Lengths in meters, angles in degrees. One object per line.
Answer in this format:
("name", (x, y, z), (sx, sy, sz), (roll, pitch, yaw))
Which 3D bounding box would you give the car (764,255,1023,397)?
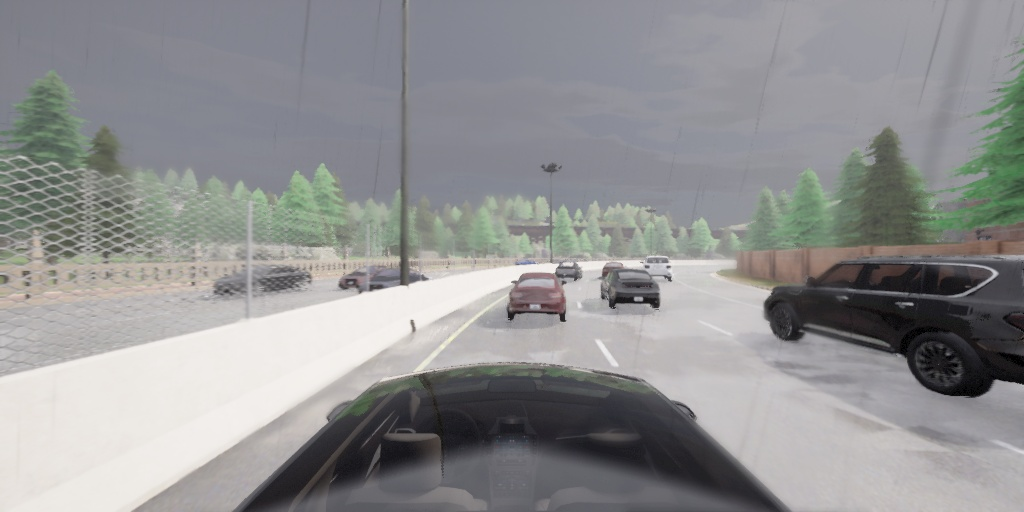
("car", (7.356, 1.004, 6.701), (2.150, 2.045, 5.566), (0, 0, 3))

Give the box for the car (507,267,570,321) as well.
("car", (0.921, 1.278, 12.474), (1.812, 1.442, 4.674), (0, 0, 7))

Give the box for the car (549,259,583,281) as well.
("car", (4.808, 1.259, 30.081), (2.128, 1.511, 4.902), (0, 0, 17))

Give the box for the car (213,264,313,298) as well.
("car", (-12.524, 1.195, 18.421), (1.837, 1.490, 4.892), (0, 0, 10))

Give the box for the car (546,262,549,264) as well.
("car", (7.292, 1.267, 59.627), (2.128, 1.511, 4.902), (0, 0, 34))

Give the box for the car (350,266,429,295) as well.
("car", (-5.602, 1.286, 17.461), (1.994, 1.385, 4.181), (0, 0, 10))

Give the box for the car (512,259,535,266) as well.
("car", (1.890, 1.229, 57.625), (1.882, 1.535, 5.008), (0, 0, 31))

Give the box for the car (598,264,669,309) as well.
("car", (4.822, 1.275, 15.059), (1.837, 1.490, 4.892), (0, 0, 8))

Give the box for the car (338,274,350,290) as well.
("car", (-8.404, 1.273, 21.527), (1.994, 1.385, 4.181), (0, 0, 12))

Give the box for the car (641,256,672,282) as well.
("car", (12.309, 1.023, 30.587), (2.150, 2.045, 5.566), (0, 0, 19))

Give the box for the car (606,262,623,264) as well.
("car", (9.226, 1.265, 32.212), (1.882, 1.535, 5.008), (0, 0, 20))
